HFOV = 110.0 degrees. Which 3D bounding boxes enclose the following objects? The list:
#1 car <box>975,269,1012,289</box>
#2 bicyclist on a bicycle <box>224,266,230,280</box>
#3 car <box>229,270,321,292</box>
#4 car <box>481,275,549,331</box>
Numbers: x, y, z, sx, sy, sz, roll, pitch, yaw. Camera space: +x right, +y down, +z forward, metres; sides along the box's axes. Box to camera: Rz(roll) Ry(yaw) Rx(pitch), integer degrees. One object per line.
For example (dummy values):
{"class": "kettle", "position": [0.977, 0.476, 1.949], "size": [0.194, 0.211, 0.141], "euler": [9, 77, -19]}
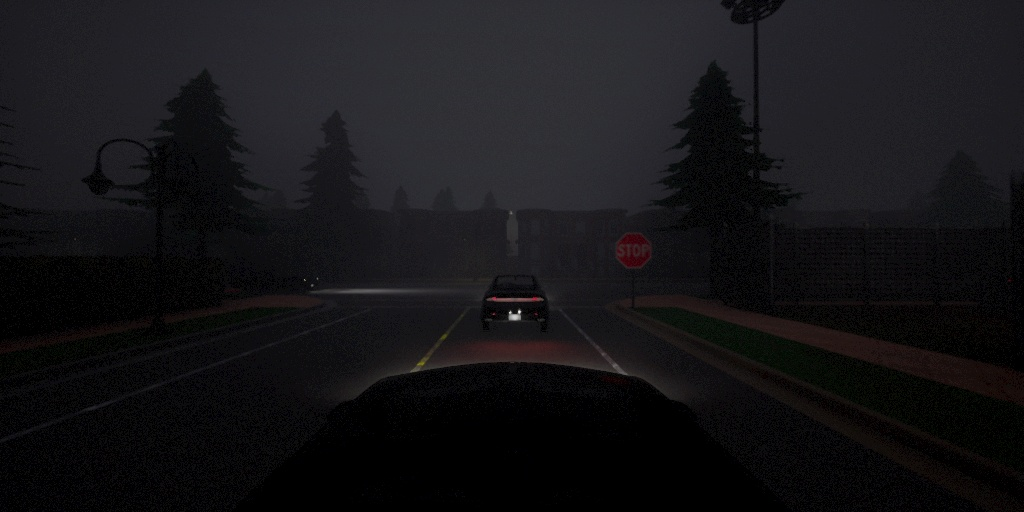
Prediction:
{"class": "car", "position": [32.932, 1.487, 22.715], "size": [5.357, 1.411, 2.033], "euler": [0, -1, 0]}
{"class": "bicyclist on a bicycle", "position": [-25.349, 1.325, 31.374], "size": [0.582, 1.620, 1.656], "euler": [0, 0, 0]}
{"class": "car", "position": [-14.705, 1.536, 22.449], "size": [4.718, 1.301, 1.895], "euler": [0, -1, 0]}
{"class": "car", "position": [0.115, 1.338, 11.364], "size": [2.128, 1.511, 4.902], "euler": [0, -1, 1]}
